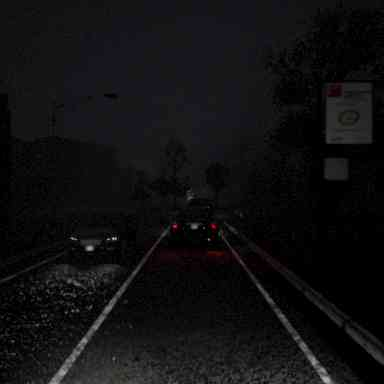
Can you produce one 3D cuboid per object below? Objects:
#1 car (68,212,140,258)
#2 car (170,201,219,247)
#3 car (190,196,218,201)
[{"bbox_3d":[-3.273,1.582,13.164,2.128,1.511,4.902,0,-1,1],"label":"car"},{"bbox_3d":[0.102,1.477,15.761,2.097,1.767,4.553,0,-1,0],"label":"car"},{"bbox_3d":[0.926,1.552,31.268,2.150,2.045,5.566,0,0,9],"label":"car"}]
